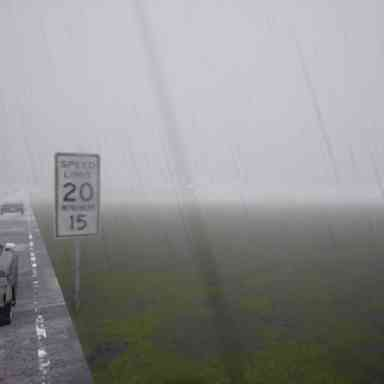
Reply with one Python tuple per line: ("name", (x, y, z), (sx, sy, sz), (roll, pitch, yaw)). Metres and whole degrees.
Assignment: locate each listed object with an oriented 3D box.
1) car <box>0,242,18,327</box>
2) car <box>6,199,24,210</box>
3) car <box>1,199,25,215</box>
("car", (-4.554, 1.562, 6.526), (1.994, 1.385, 4.181), (0, 0, -27))
("car", (-22.649, 1.557, 42.763), (1.895, 1.301, 4.718), (0, 0, -26))
("car", (-17.919, 1.453, 33.393), (1.882, 1.535, 5.008), (0, 0, -26))
